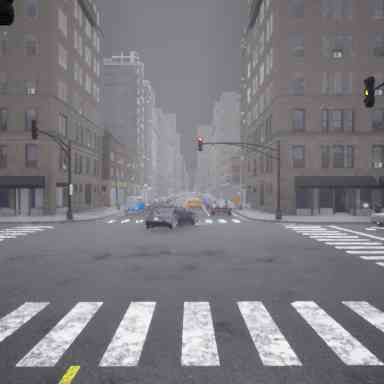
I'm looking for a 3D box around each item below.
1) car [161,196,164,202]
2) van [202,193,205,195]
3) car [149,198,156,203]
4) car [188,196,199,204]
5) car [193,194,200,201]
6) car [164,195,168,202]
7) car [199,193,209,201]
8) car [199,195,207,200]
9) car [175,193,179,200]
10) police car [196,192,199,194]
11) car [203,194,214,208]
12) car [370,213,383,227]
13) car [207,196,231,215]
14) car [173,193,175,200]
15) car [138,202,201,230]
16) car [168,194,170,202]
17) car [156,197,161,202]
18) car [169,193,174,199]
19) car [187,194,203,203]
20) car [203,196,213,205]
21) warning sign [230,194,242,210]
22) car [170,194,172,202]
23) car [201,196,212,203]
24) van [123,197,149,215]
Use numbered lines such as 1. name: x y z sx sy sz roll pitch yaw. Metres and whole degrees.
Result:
1. car: -5.655 1.585 50.357 1.802 1.307 4.206 0 0 0
2. van: 2.893 1.344 55.996 1.690 1.788 3.998 0 0 0
3. car: -5.702 1.443 39.020 1.967 1.590 4.097 0 0 0
4. car: 0.288 1.565 65.332 1.994 1.385 4.181 0 0 0
5. car: 1.151 1.448 89.512 1.801 1.575 5.366 0 0 0
6. car: -5.632 1.569 56.025 1.947 1.339 4.313 0 0 0
7. car: 3.010 1.309 84.342 2.192 1.841 5.009 0 0 0
8. car: 3.033 1.558 90.012 1.947 1.339 4.313 0 0 0
9. car: -5.492 1.307 90.035 2.192 1.841 5.009 0 0 0
10. police car: 1.119 1.422 79.417 1.930 1.638 5.238 0 0 -1
11. car: 2.847 1.443 44.657 1.967 1.590 4.097 0 0 0
12. car: 13.747 1.615 20.656 4.718 1.301 1.895 0 0 0
13. car: 2.801 1.442 33.319 1.967 1.590 4.097 0 0 0
14. car: -5.539 1.522 78.528 1.752 1.417 4.829 0 0 0
15. car: -1.232 1.564 21.389 1.994 1.385 4.181 0 0 27
16. car: -5.609 1.527 61.523 1.752 1.417 4.829 0 0 0
17. car: -5.678 1.569 44.689 1.947 1.339 4.313 0 0 0
18. car: -5.562 1.544 73.029 1.887 1.381 4.507 0 0 0
19. car: 0.291 1.481 45.839 1.882 1.535 5.008 0 0 0
20. car: 2.918 1.527 61.835 1.752 1.417 4.829 0 0 0
21. warning sign: 5.226 1.118 39.304 1.300 1.860 1.060 0 0 0
22. car: -5.585 1.567 67.362 1.947 1.339 4.313 0 0 0
23. car: 2.940 1.552 67.335 2.008 1.369 4.403 0 0 0
24. van: -5.725 1.343 33.352 1.690 1.788 3.998 0 0 0
